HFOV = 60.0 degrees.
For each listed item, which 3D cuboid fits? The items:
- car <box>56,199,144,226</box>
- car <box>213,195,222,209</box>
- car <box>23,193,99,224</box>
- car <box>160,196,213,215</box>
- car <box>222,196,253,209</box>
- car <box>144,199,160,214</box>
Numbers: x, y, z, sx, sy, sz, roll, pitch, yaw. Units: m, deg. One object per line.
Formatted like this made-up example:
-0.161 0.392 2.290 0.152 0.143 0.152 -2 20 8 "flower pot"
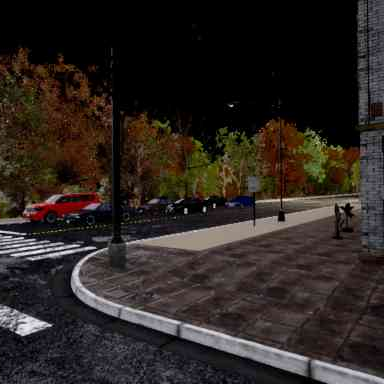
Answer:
-6.105 1.402 22.711 2.033 1.411 5.357 -1 0 36 "car"
2.746 1.205 40.226 1.837 1.490 4.892 -1 0 37 "car"
-9.146 1.127 24.066 2.150 2.045 5.566 -1 0 36 "car"
-0.389 1.261 30.490 1.837 1.490 4.892 -1 0 36 "car"
5.777 1.175 38.869 1.812 1.442 4.674 -1 0 36 "car"
-3.069 1.348 32.322 2.033 1.411 5.357 -1 0 37 "car"
